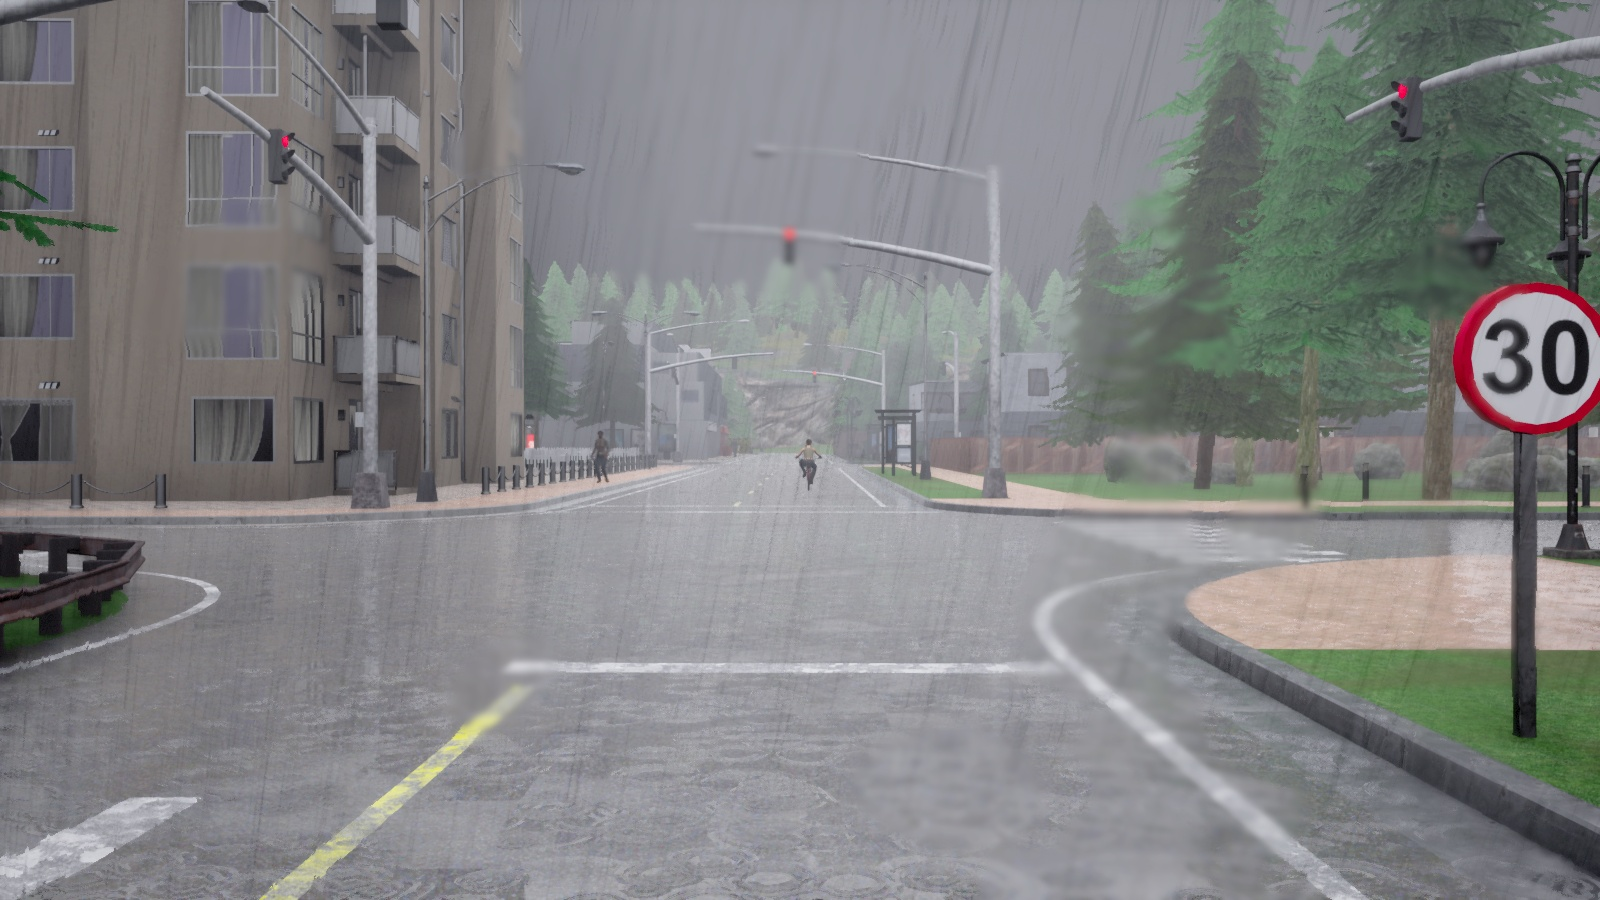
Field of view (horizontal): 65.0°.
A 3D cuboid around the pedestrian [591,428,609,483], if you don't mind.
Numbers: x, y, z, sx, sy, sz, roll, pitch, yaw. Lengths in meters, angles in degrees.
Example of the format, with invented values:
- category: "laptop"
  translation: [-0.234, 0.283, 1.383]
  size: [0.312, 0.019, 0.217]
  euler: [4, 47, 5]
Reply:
- category: "pedestrian"
  translation: [-6.638, 0.166, 41.724]
  size: [0.328, 1.805, 0.869]
  euler: [0, 0, 10]
